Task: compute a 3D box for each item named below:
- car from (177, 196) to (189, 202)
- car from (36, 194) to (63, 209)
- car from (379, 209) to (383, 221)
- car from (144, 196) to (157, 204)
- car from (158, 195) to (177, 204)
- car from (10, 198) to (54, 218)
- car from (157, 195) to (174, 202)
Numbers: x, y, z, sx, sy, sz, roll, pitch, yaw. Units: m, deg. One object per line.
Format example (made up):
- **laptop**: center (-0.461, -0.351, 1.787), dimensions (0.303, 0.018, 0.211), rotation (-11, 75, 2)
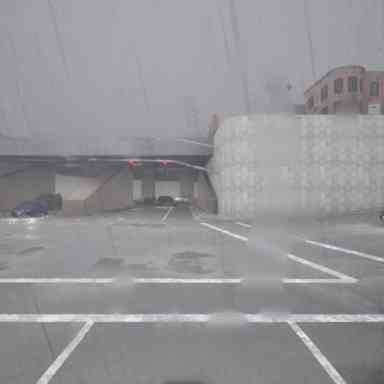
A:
- **car**: center (-2.287, 1.524, 75.182), dimensions (1.812, 1.442, 4.674), rotation (0, 0, 28)
- **car**: center (-18.613, 1.223, 43.006), dimensions (2.150, 2.045, 5.566), rotation (0, 0, -2)
- **car**: center (12.783, 0.873, 18.231), dimensions (4.674, 1.442, 1.812), rotation (-7, 0, -1)
- **car**: center (-8.112, 1.547, 65.004), dimensions (2.033, 1.411, 5.357), rotation (0, 0, 4)
- **car**: center (-4.654, 1.492, 64.471), dimensions (2.128, 1.511, 4.902), rotation (0, 0, 3)
- **car**: center (-14.757, 1.526, 30.537), dimensions (1.812, 1.442, 4.674), rotation (0, 0, -2)
- **car**: center (-5.967, 1.500, 75.436), dimensions (1.837, 1.490, 4.892), rotation (0, 0, 24)
